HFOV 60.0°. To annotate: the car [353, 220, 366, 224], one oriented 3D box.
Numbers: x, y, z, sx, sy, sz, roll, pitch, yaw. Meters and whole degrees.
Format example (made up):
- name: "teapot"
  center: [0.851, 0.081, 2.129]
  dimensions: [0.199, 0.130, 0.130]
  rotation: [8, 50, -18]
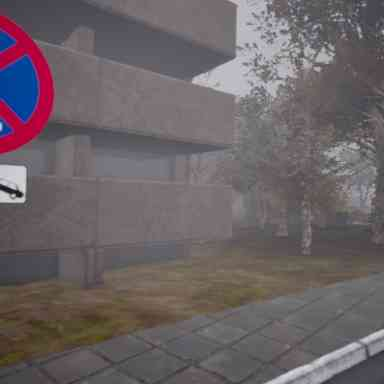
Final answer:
- name: "car"
  center: [21.879, 3.052, 41.838]
  dimensions: [2.150, 2.045, 5.566]
  rotation: [1, -3, -3]
